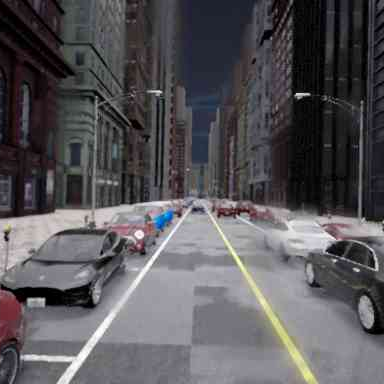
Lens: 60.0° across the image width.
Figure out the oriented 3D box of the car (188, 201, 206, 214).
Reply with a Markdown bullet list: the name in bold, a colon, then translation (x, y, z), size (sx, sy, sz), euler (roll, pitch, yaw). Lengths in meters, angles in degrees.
- **car**: translation (0.811, 2.165, 43.542), size (1.895, 1.301, 4.718), euler (1, -1, 1)

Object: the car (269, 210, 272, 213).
- **car**: translation (6.065, 1.936, 19.147), size (2.008, 1.369, 4.403), euler (1, -1, 1)

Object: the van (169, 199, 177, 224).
- **van**: translation (-2.334, 1.591, 24.949), size (1.690, 1.788, 3.998), euler (1, -1, 1)

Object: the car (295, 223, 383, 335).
- **car**: translation (3.890, 1.688, 7.032), size (1.837, 1.490, 4.892), euler (1, -1, 1)

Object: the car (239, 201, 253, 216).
- **car**: translation (6.539, 1.997, 41.688), size (2.192, 1.841, 5.009), euler (1, -1, 1)

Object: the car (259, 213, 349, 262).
- **car**: translation (4.077, 1.786, 13.029), size (1.812, 1.442, 4.674), euler (1, -1, 1)

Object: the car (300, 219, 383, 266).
- **car**: translation (5.946, 1.895, 13.512), size (1.802, 1.307, 4.206), euler (1, -1, 1)

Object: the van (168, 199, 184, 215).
- **van**: translation (-1.983, 1.815, 41.853), size (1.690, 1.788, 3.998), euler (1, -1, 1)

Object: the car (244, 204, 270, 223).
- **car**: translation (6.299, 2.077, 30.416), size (1.887, 1.381, 4.507), euler (1, -1, 1)

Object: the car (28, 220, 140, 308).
- **car**: translation (-2.691, 1.598, 8.042), size (1.947, 1.339, 4.313), euler (1, -1, 1)

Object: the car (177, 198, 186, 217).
- **car**: translation (-2.099, 1.713, 36.219), size (2.192, 1.841, 5.009), euler (1, -1, 1)

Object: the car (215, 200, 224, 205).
- **car**: translation (7.588, 2.932, 92.396), size (2.008, 1.369, 4.403), euler (1, -1, 1)

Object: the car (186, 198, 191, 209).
- **car**: translation (-1.635, 2.247, 58.756), size (1.887, 1.381, 4.507), euler (1, -1, 1)

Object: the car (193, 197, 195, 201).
- **car**: translation (-0.933, 2.739, 92.565), size (1.947, 1.339, 4.313), euler (1, -1, 1)

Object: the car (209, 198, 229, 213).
- **car**: translation (3.913, 2.052, 48.148), size (2.097, 1.767, 4.553), euler (1, -1, 1)

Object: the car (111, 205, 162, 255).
- **car**: translation (-2.571, 1.544, 13.678), size (1.967, 1.590, 4.097), euler (1, -1, 1)

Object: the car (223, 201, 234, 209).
- **car**: translation (7.006, 2.517, 64.394), size (1.752, 1.417, 4.829), euler (1, -1, 1)

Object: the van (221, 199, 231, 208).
- **van**: translation (7.124, 2.409, 69.860), size (1.690, 1.788, 3.998), euler (1, -1, 1)

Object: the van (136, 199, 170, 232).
- **van**: translation (-2.452, 1.518, 19.314), size (1.690, 1.788, 3.998), euler (1, -1, 1)

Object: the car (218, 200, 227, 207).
- **car**: translation (7.356, 2.665, 81.128), size (1.967, 1.590, 4.097), euler (1, -1, 1)

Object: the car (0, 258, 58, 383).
- **car**: translation (-2.809, 1.543, 2.407), size (1.802, 1.307, 4.206), euler (1, -1, 1)

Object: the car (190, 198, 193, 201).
- **car**: translation (-1.402, 2.425, 70.025), size (1.947, 1.339, 4.313), euler (1, -1, 1)

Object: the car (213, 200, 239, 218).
- **car**: translation (3.701, 2.024, 36.553), size (1.882, 1.535, 5.008), euler (1, -1, 2)
